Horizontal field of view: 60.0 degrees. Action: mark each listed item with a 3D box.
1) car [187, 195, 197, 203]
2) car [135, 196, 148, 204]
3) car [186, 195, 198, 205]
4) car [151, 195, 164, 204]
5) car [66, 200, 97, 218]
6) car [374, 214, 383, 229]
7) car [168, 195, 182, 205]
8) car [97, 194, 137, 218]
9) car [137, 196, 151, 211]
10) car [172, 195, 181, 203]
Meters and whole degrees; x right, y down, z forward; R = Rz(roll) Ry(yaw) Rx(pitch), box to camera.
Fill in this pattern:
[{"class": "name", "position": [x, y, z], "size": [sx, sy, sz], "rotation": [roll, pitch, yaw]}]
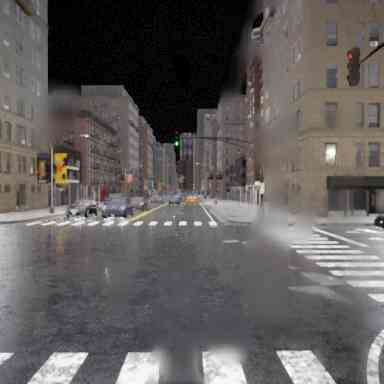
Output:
[{"class": "car", "position": [0.023, 1.449, 70.788], "size": [2.128, 1.511, 4.902], "rotation": [0, 0, 0]}, {"class": "car", "position": [-9.747, 1.565, 64.169], "size": [1.812, 1.442, 4.674], "rotation": [0, 0, 1]}, {"class": "car", "position": [0.020, 1.509, 60.370], "size": [1.882, 1.535, 5.008], "rotation": [0, 0, 0]}, {"class": "car", "position": [-6.516, 1.387, 62.411], "size": [2.097, 1.767, 4.553], "rotation": [0, 0, 1]}, {"class": "car", "position": [-9.834, 1.484, 30.183], "size": [2.128, 1.511, 4.902], "rotation": [0, 0, 0]}, {"class": "car", "position": [12.556, 1.496, 18.554], "size": [4.181, 1.385, 1.994], "rotation": [0, 1, 0]}, {"class": "car", "position": [-3.229, 1.596, 60.754], "size": [1.994, 1.385, 4.181], "rotation": [0, 0, 0]}, {"class": "car", "position": [-6.583, 1.345, 29.847], "size": [2.097, 1.767, 4.553], "rotation": [0, 0, 0]}, {"class": "car", "position": [-6.574, 1.352, 40.240], "size": [2.097, 1.767, 4.553], "rotation": [0, 0, 0]}, {"class": "car", "position": [-3.227, 1.448, 70.790], "size": [1.812, 1.442, 4.674], "rotation": [0, 0, 0]}]
